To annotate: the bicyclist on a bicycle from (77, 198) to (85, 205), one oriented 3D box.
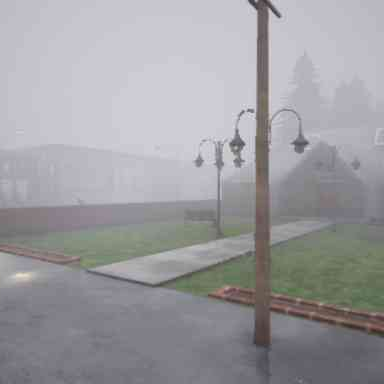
[{"bbox_3d":[-9.211,1.282,27.405,1.656,1.620,0.582,0,0,35],"label":"bicyclist on a bicycle"}]
